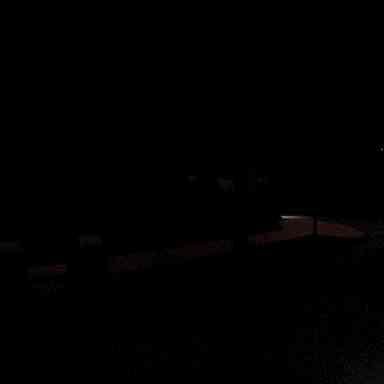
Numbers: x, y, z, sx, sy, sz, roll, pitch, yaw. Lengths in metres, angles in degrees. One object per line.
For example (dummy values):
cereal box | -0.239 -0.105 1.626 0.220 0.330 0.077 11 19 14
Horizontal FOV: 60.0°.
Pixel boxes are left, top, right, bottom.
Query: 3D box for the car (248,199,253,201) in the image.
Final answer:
car | 4.896 1.347 29.593 4.892 1.490 1.837 0 0 42
